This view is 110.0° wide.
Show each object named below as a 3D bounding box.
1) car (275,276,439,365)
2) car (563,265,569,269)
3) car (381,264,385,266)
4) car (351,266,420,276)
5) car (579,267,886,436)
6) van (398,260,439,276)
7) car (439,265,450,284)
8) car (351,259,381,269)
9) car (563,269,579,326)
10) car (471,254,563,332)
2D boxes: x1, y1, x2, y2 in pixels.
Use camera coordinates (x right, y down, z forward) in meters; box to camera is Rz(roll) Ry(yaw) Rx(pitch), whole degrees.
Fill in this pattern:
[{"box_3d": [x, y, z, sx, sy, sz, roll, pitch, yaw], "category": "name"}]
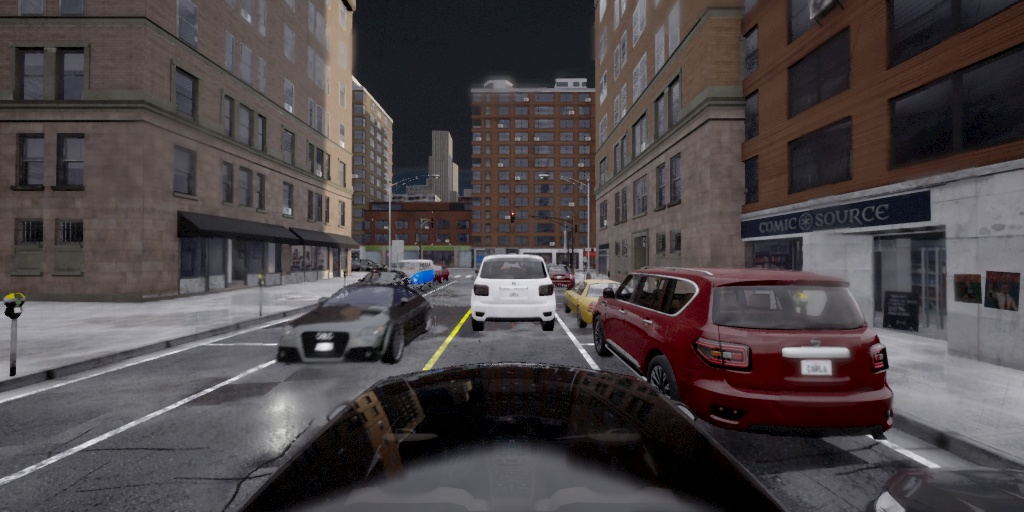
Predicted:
[{"box_3d": [-3.110, 1.319, 7.941, 1.994, 1.385, 4.181, 0, 0, 0], "category": "car"}, {"box_3d": [2.631, 1.211, 21.983, 1.967, 1.591, 4.097, 0, 0, 0], "category": "car"}, {"box_3d": [-17.871, 1.162, 43.586, 4.892, 1.490, 1.837, 0, -1, 0], "category": "car"}, {"box_3d": [-5.884, 1.330, 16.486, 1.948, 1.339, 4.313, 0, 0, 0], "category": "car"}, {"box_3d": [2.662, 1.067, 5.535, 2.192, 1.841, 5.009, 0, 0, 0], "category": "car"}, {"box_3d": [-5.894, 1.113, 21.969, 1.690, 1.789, 3.998, 0, 0, 0], "category": "van"}, {"box_3d": [-5.905, 1.324, 27.451, 1.888, 1.381, 4.507, 0, 0, 0], "category": "car"}, {"box_3d": [-18.065, 1.167, 40.336, 5.357, 1.411, 2.033, 0, -1, 0], "category": "car"}, {"box_3d": [2.652, 1.283, 11.188, 1.751, 1.417, 4.829, 0, 0, 0], "category": "car"}, {"box_3d": [0.013, 0.979, 11.065, 2.150, 2.045, 5.566, 0, 0, -1], "category": "car"}]
